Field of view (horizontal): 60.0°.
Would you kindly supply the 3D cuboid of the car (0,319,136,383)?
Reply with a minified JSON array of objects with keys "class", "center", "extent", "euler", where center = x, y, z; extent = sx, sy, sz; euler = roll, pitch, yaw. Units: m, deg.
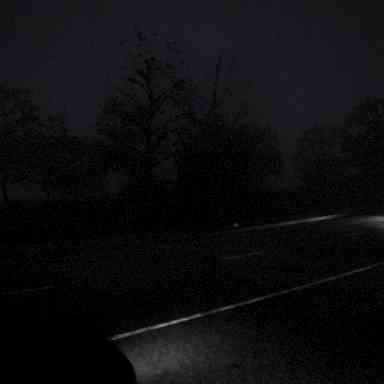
[{"class":"car","center":[-2.660,1.493,1.851],"extent":[4.892,1.490,1.837],"euler":[1,0,-35]}]
